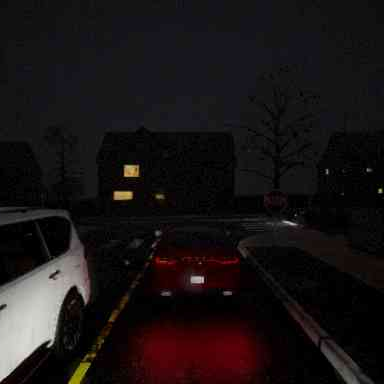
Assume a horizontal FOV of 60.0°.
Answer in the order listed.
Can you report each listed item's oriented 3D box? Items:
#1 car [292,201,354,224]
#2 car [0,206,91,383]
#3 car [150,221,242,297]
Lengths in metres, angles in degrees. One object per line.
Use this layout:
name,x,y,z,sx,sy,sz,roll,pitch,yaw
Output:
car,8.773,1.290,21.853,4.181,1.385,1.994,-1,1,-3
car,-2.708,1.221,3.001,2.150,2.045,5.566,0,0,2
car,0.038,1.478,8.644,1.882,1.535,5.008,0,0,-1
